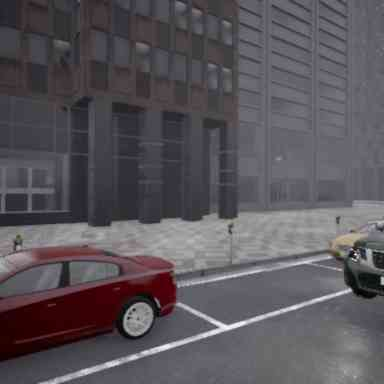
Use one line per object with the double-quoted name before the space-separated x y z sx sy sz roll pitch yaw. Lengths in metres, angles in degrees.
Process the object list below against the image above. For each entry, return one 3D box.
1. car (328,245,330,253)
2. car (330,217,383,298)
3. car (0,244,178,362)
"car" 6.535 1.558 11.282 4.829 1.417 1.752 0 0 -35
"car" 5.741 1.247 7.444 5.566 2.045 2.150 0 0 -35
"car" -2.343 1.543 4.990 4.507 1.381 1.887 0 0 -35
